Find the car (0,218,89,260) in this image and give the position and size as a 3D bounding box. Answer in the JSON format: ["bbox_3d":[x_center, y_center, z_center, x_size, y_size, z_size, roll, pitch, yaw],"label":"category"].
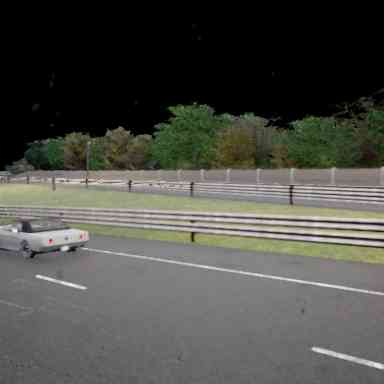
[{"bbox_3d":[-6.143,1.644,12.647,4.718,1.301,1.895,0,0,35],"label":"car"}]
